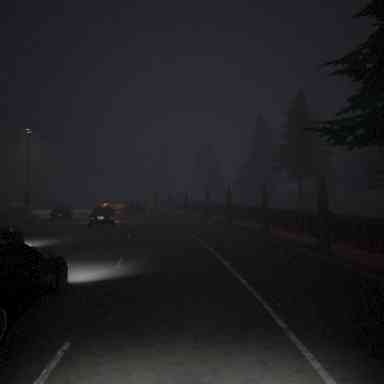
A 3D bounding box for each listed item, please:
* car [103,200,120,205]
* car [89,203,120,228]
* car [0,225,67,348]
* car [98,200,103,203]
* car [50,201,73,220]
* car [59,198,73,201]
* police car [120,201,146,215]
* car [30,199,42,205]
[{"bbox_3d":[-11.689,1.998,50.578,1.801,1.575,5.366,0,-1,-28],"label":"car"},{"bbox_3d":[-6.683,1.817,24.801,2.033,1.411,5.357,0,-1,-14],"label":"car"},{"bbox_3d":[-3.785,1.600,6.070,1.812,1.442,4.674,0,-1,-4],"label":"car"},{"bbox_3d":[-14.924,2.066,56.308,1.801,1.575,5.366,0,-1,-31],"label":"car"},{"bbox_3d":[-12.433,1.885,31.771,1.812,1.442,4.674,0,-1,-18],"label":"car"},{"bbox_3d":[-27.395,2.053,71.782,2.097,1.767,4.553,0,-1,-42],"label":"car"},{"bbox_3d":[-7.039,1.852,40.562,1.930,1.638,5.238,0,-1,-22],"label":"police car"},{"bbox_3d":[-39.637,2.409,83.535,5.008,1.535,1.882,-1,-1,37],"label":"car"}]
